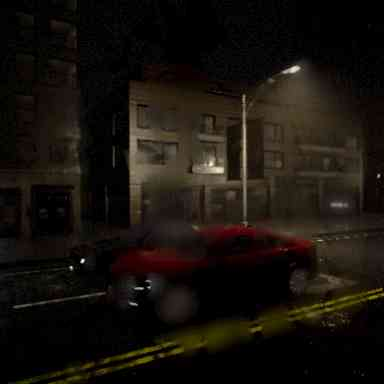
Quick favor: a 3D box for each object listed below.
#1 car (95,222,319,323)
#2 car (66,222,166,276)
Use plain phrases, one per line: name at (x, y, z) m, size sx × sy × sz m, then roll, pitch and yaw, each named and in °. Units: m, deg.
car at (0.645, 1.552, 7.475) m, size 5.008 × 1.535 × 1.882 m, roll 0°, pitch -1°, yaw -31°
car at (-0.949, 1.655, 10.308) m, size 5.357 × 1.411 × 2.033 m, roll 0°, pitch -1°, yaw -31°
